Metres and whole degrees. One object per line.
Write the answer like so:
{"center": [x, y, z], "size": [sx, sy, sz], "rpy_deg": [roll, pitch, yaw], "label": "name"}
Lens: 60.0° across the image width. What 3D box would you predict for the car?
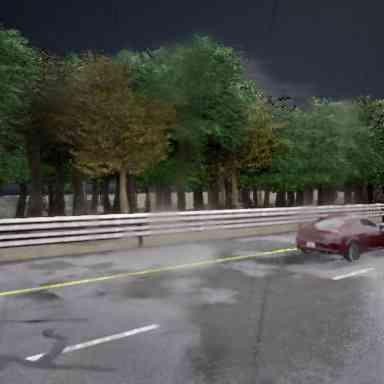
{"center": [5.725, 1.541, 12.123], "size": [4.674, 1.442, 1.812], "rpy_deg": [0, 0, -36], "label": "car"}
